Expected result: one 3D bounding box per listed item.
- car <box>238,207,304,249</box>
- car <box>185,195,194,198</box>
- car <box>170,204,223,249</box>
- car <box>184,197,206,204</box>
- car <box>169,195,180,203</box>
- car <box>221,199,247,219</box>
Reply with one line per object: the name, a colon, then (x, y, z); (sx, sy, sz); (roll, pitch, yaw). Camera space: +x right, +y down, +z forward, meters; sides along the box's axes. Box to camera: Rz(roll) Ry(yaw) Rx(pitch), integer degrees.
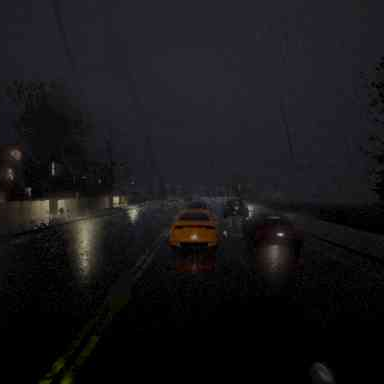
car: (3.372, 1.578, 14.545); (1.994, 1.385, 4.181); (0, 0, 1)
car: (-0.461, 1.351, 71.023); (2.097, 1.767, 4.553); (0, 0, 4)
car: (0.123, 1.492, 14.599); (1.882, 1.535, 5.008); (0, 0, 1)
car: (0.491, 1.508, 29.571); (1.882, 1.535, 5.008); (0, 0, 2)
car: (-3.702, 1.478, 71.260); (1.882, 1.535, 5.008); (0, 0, 4)
car: (3.738, 1.387, 29.435); (2.097, 1.767, 4.553); (0, 0, 2)
